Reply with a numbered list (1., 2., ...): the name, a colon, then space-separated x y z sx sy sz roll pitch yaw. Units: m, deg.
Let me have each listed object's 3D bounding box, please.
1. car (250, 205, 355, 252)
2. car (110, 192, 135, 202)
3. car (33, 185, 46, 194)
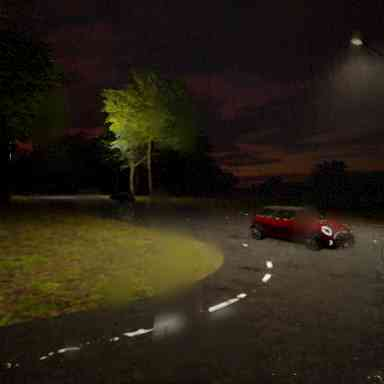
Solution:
1. car: 4.834 1.460 14.988 2.097 1.767 4.553 0 1 -35
2. car: -10.118 0.703 48.155 2.033 1.411 5.357 0 2 -35
3. car: -35.953 -0.242 77.727 1.994 1.385 4.181 0 1 -29
